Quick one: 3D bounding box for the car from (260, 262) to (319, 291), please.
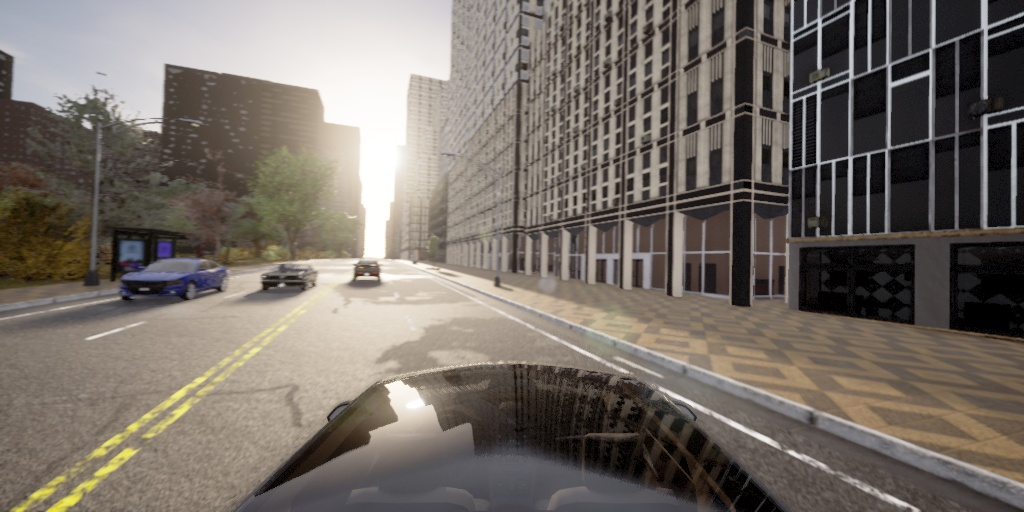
[{"bbox_3d":[-11.329,1.017,18.532,1.895,1.301,4.718,2,0,-21],"label":"car"}]

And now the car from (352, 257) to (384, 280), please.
[{"bbox_3d":[-10.649,0.966,26.488,1.837,1.490,4.892,2,0,-21],"label":"car"}]

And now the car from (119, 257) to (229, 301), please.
[{"bbox_3d":[-13.238,0.821,14.409,1.882,1.535,5.008,2,0,-21],"label":"car"}]
